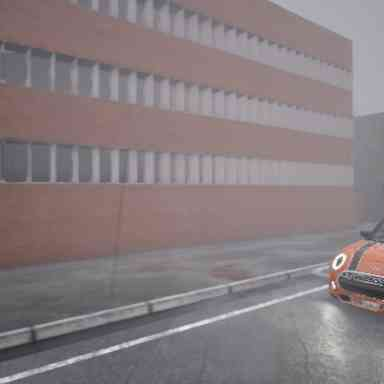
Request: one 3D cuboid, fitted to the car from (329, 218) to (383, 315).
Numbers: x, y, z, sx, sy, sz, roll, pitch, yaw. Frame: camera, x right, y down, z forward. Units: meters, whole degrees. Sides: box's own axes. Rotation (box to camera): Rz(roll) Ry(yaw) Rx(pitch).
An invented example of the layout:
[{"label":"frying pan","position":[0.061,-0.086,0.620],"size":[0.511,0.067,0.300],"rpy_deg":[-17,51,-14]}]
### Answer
[{"label":"car","position":[4.994,1.222,7.259],"size":[4.553,1.767,2.097],"rpy_deg":[-7,4,-35]}]
